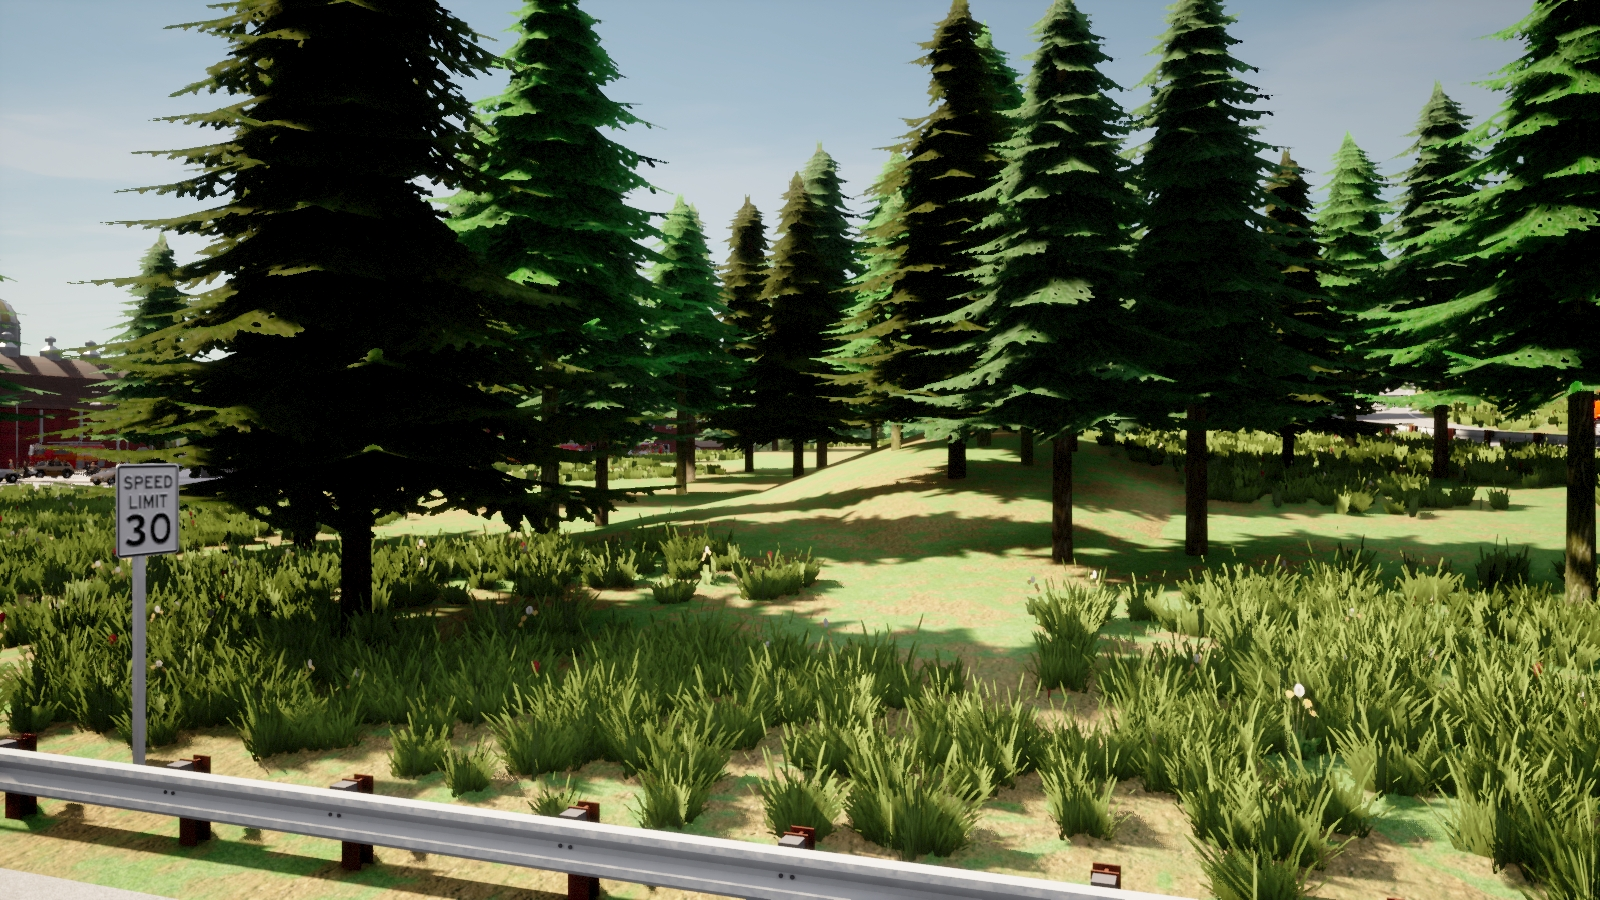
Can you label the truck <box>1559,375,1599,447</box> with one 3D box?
[{"bbox_3d":[29.523,-1.244,39.150,2.627,2.467,5.204,0,5,-18],"label":"truck"}]
